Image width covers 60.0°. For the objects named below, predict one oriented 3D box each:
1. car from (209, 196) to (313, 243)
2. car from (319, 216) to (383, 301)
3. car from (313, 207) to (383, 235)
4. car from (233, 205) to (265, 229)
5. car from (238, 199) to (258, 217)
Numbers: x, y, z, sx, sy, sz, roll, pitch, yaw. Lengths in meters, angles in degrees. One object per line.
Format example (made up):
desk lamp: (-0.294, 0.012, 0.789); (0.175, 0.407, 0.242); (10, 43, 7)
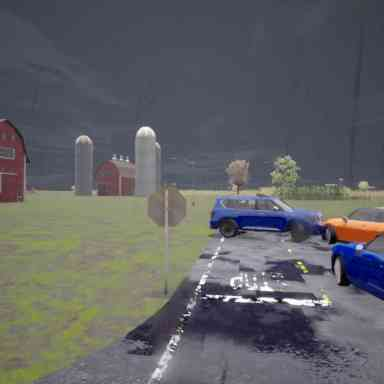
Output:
car: (3.581, 1.218, 16.352); (5.566, 2.045, 2.150); (0, 0, 28)
car: (4.476, 1.480, 6.369); (1.882, 1.535, 5.008); (0, 0, -2)
car: (7.169, 1.366, 13.076); (2.097, 1.767, 4.553); (0, 0, -14)
car: (3.849, 1.601, 22.696); (1.895, 1.301, 4.718); (0, 0, 9)
car: (5.504, 1.502, 33.003); (1.837, 1.490, 4.892); (0, 0, 9)
